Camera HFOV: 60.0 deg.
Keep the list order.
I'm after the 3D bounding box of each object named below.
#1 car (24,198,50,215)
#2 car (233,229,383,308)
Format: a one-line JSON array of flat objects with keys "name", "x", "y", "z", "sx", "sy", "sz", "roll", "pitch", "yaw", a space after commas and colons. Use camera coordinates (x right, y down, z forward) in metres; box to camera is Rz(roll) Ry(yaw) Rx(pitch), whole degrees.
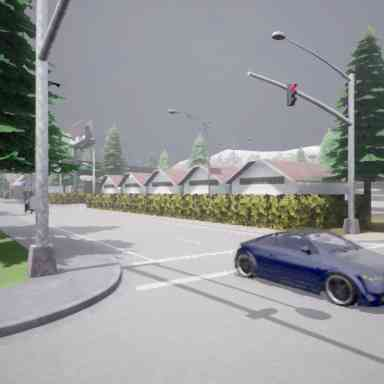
[{"name": "car", "x": -16.166, "y": 1.392, "z": 34.532, "sx": 1.837, "sy": 1.490, "sz": 4.892, "roll": 0, "pitch": 0, "yaw": -36}, {"name": "car", "x": 2.950, "y": 1.631, "z": 8.121, "sx": 1.994, "sy": 1.385, "sz": 4.181, "roll": 0, "pitch": 1, "yaw": -36}]
